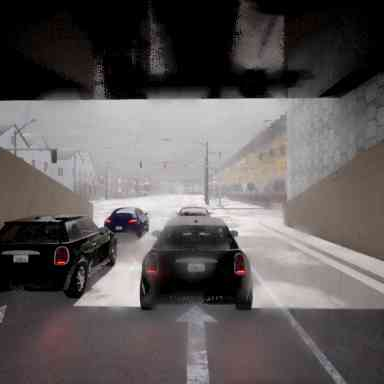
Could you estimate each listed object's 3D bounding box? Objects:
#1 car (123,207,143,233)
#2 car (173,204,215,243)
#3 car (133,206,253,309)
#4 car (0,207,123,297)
[{"bbox_3d":[-3.409,1.526,17.812,1.812,1.442,4.674,0,0,0],"label":"car"},{"bbox_3d":[0.091,1.478,17.265,1.882,1.535,5.008,0,0,0],"label":"car"},{"bbox_3d":[0.081,1.352,7.997,2.097,1.767,4.553,0,0,0],"label":"car"},{"bbox_3d":[-3.413,1.352,8.760,2.097,1.767,4.553,0,0,0],"label":"car"}]
